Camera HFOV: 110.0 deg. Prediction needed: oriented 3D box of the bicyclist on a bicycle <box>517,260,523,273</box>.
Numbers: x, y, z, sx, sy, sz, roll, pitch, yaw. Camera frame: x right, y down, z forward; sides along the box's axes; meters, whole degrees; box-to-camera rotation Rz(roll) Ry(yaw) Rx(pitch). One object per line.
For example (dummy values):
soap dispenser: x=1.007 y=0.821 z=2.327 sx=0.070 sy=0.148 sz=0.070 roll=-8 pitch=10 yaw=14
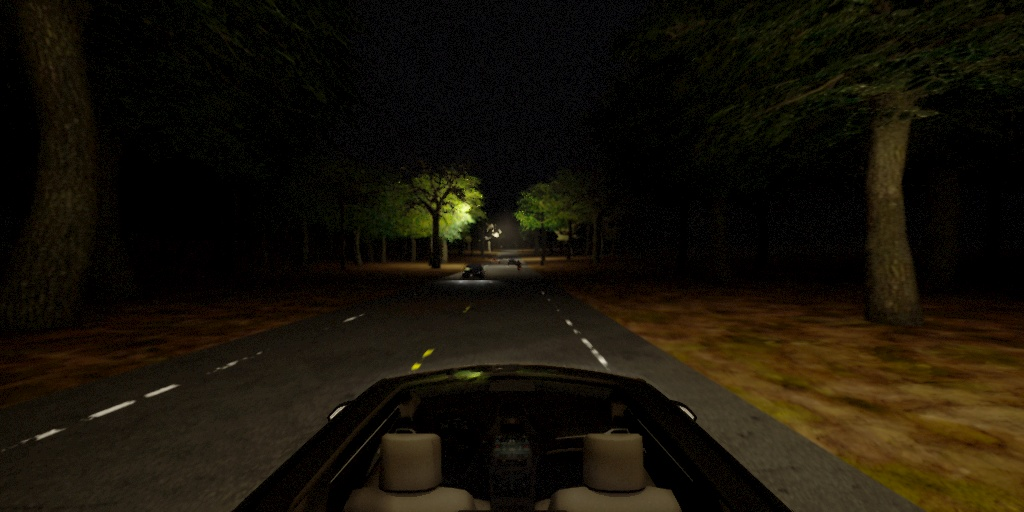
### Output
bicyclist on a bicycle: x=0.963 y=1.363 z=44.735 sx=0.866 sy=1.612 sz=1.509 roll=0 pitch=0 yaw=0

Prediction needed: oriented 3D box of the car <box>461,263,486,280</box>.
car: x=-3.588 y=1.435 z=34.001 sx=1.812 sy=1.442 sz=4.674 roll=0 pitch=0 yaw=0
